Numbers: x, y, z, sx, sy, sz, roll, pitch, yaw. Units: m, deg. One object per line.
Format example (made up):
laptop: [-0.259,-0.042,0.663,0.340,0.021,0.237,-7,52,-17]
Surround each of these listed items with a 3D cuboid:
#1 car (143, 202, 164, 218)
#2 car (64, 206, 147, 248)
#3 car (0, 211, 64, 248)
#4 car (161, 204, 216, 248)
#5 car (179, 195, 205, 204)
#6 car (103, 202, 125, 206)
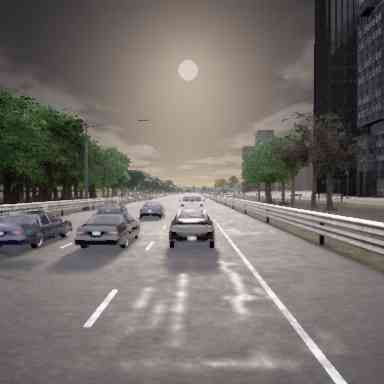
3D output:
car: [-3.499,1.560,29.651,1.994,1.385,4.181,0,0,0]
car: [-3.499,1.559,14.650,2.033,1.411,5.357,0,0,0]
car: [-6.999,1.559,14.650,2.033,1.411,5.357,0,0,0]
car: [0.001,1.491,14.650,2.128,1.511,4.902,0,0,0]
car: [0.001,1.246,29.680,2.150,2.045,5.566,0,0,0]
car: [-6.999,1.560,29.651,1.994,1.385,4.181,0,0,0]
